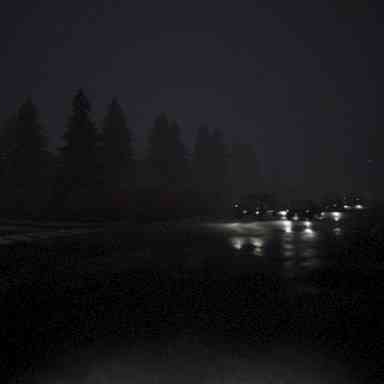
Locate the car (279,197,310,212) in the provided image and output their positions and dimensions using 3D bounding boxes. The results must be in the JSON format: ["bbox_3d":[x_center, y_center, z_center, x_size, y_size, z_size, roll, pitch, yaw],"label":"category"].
[{"bbox_3d":[10.889,1.318,35.232,1.994,1.385,4.181,-1,0,34],"label":"car"}]

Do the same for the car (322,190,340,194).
[{"bbox_3d":[21.002,0.755,50.033,2.150,2.045,5.566,-1,0,35],"label":"car"}]

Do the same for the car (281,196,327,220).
[{"bbox_3d":[8.812,1.328,25.953,1.812,1.442,4.674,-1,0,34],"label":"car"}]

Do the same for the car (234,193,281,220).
[{"bbox_3d":[5.440,1.096,27.272,2.150,2.045,5.566,-1,0,32],"label":"car"}]

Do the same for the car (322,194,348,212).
[{"bbox_3d":[14.350,1.205,34.092,1.812,1.442,4.674,-1,0,34],"label":"car"}]

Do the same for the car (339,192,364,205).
[{"bbox_3d":[22.089,0.860,45.430,2.097,1.767,4.553,-1,0,35],"label":"car"}]
